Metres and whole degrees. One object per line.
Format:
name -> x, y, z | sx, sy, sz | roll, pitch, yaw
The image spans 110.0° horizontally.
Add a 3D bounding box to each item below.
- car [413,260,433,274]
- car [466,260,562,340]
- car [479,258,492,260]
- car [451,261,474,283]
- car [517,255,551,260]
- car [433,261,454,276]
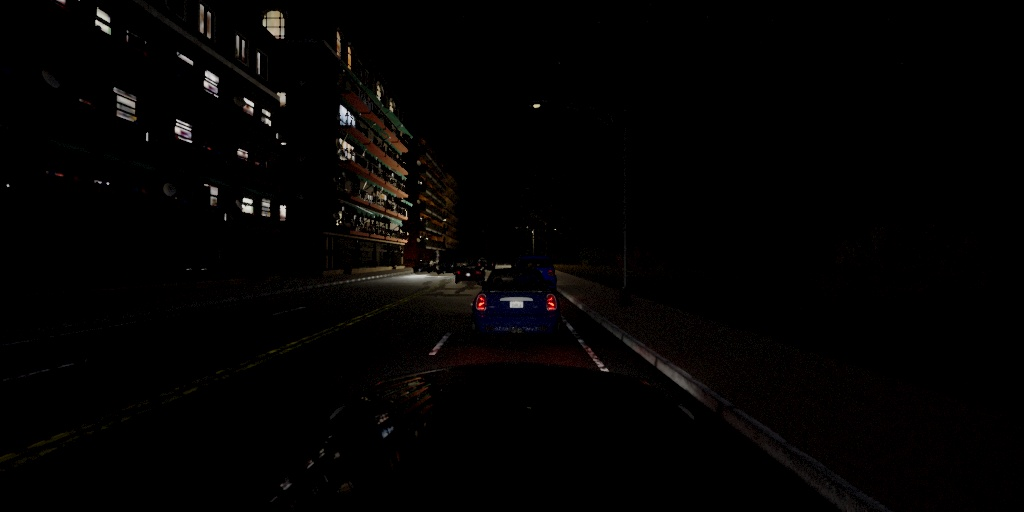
car -> -9.844, 1.243, 40.793 | 2.128, 1.511, 4.902 | 0, 0, 0
car -> 0.098, 1.103, 10.109 | 2.097, 1.767, 4.553 | 0, 0, 0
car -> -3.140, 1.103, 45.069 | 2.097, 1.767, 4.553 | 0, 0, -1
car -> -3.146, 1.316, 27.694 | 1.994, 1.385, 4.181 | 0, 0, 0
car -> 1.139, 0.977, 19.683 | 2.150, 2.045, 5.566 | 0, 0, 0
car -> -6.596, 1.278, 37.396 | 1.812, 1.442, 4.674 | 0, 0, 0
